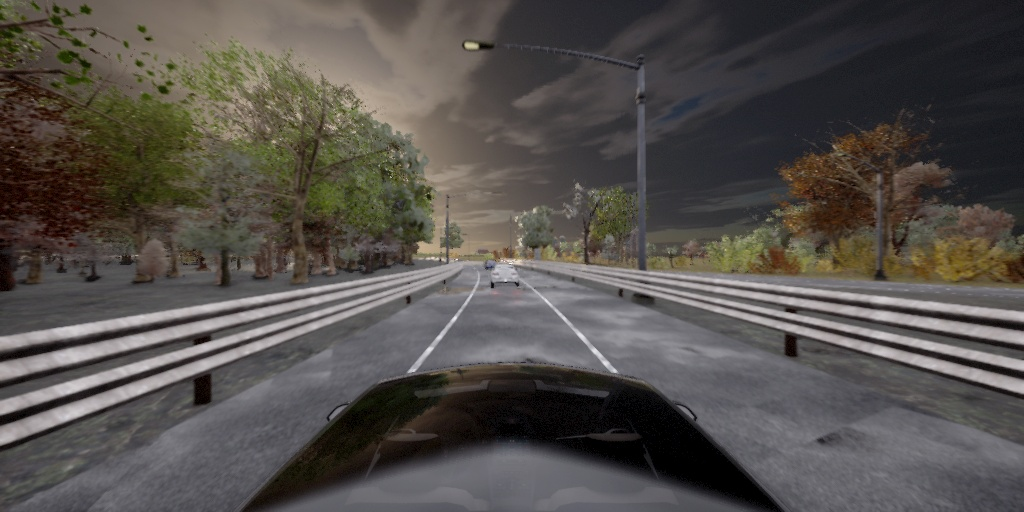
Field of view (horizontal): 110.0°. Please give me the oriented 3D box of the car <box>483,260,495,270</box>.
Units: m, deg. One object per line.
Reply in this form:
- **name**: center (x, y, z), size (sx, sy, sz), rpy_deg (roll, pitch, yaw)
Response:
- **car**: center (-3.213, 1.273, 52.976), size (2.033, 1.411, 5.357), rpy_deg (0, 0, -9)

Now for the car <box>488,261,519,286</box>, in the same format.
- **car**: center (-0.567, 1.279, 24.950), size (1.812, 1.442, 4.674), rpy_deg (0, 0, -4)
